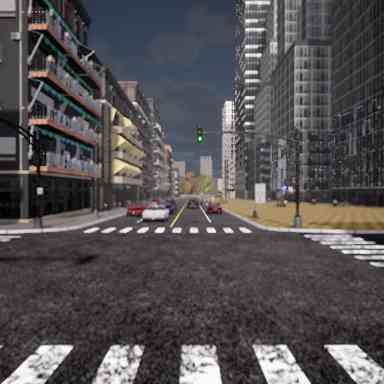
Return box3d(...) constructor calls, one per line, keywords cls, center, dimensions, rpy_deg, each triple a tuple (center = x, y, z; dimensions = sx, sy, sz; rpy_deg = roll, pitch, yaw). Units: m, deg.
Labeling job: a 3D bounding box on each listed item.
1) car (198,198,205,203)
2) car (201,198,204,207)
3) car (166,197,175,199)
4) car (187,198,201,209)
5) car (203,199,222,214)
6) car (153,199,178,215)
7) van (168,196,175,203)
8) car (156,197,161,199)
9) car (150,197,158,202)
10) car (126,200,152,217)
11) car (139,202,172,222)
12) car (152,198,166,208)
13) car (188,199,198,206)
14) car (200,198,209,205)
box3d(cls="car", center=(2.711, 2.267, 91.346), dimensions=(1.752, 1.417, 4.829), rpy_deg=(-1, 0, 0))
box3d(cls="car", center=(2.691, 2.056, 62.931), dimensions=(2.008, 1.369, 4.403), rpy_deg=(-1, 0, 0))
box3d(cls="car", center=(-3.054, 1.894, 48.928), dimensions=(1.837, 1.490, 4.892), rpy_deg=(0, 0, 0))
box3d(cls="car", center=(0.138, 1.933, 53.823), dimensions=(1.837, 1.490, 4.892), rpy_deg=(0, -1, 0))
box3d(cls="car", center=(2.674, 1.864, 40.336), dimensions=(1.887, 1.381, 4.507), rpy_deg=(-1, 0, 0))
box3d(cls="car", center=(-3.060, 1.871, 38.747), dimensions=(1.994, 1.385, 4.181), rpy_deg=(0, 0, 1))
box3d(cls="van", center=(-5.638, 2.080, 91.124), dimensions=(1.690, 1.788, 3.998), rpy_deg=(-1, 0, 0))
box3d(cls="car", center=(-5.667, 1.726, 51.584), dimensions=(2.192, 1.841, 5.009), rpy_deg=(-1, 0, 0))
box3d(cls="car", center=(-5.674, 1.759, 40.285), dimensions=(1.967, 1.590, 4.097), rpy_deg=(-1, 0, 0))
box3d(cls="car", center=(-5.676, 1.818, 34.636), dimensions=(1.887, 1.381, 4.507), rpy_deg=(-1, 0, 0))
box3d(cls="car", center=(-3.079, 1.827, 28.687), dimensions=(1.895, 1.301, 4.718), rpy_deg=(0, 0, 0))
box3d(cls="car", center=(-5.662, 1.898, 57.231), dimensions=(1.967, 1.590, 4.097), rpy_deg=(-1, 0, 0))
box3d(cls="car", center=(0.149, 2.105, 69.270), dimensions=(2.033, 1.411, 5.357), rpy_deg=(0, 0, 0))
box3d(cls="car", center=(2.700, 2.143, 74.229), dimensions=(1.887, 1.381, 4.507), rpy_deg=(-1, 0, 0))
